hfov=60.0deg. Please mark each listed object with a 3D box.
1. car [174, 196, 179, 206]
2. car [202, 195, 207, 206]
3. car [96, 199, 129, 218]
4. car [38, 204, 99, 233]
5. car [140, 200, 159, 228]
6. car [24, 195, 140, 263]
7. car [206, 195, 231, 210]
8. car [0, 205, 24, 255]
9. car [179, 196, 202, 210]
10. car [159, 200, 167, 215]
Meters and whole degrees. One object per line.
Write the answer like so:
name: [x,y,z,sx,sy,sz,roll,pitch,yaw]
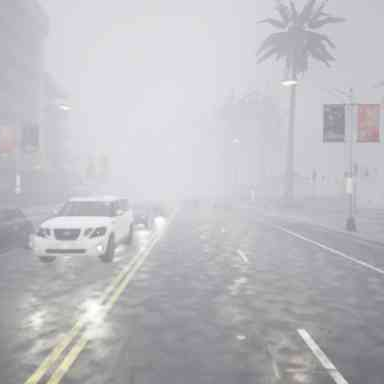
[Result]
car: [-1.464,1.289,50.452,2.033,1.411,5.357,0,0,-12]
car: [2.135,1.220,50.150,1.882,1.535,5.008,0,1,-12]
car: [-6.999,1.373,29.665,1.812,1.442,4.674,0,0,0]
car: [-7.036,1.464,19.514,1.994,1.385,4.181,0,0,0]
car: [-3.516,1.415,21.593,1.812,1.442,4.674,0,0,1]
car: [-3.528,1.159,12.083,2.150,2.045,5.566,0,0,1]
car: [3.374,1.288,39.727,2.128,1.511,4.902,0,0,-4]
car: [-7.041,1.296,10.884,2.097,1.767,4.553,0,0,1]
car: [-0.206,1.272,40.088,1.882,1.535,5.008,0,0,-4]
car: [-3.499,1.438,31.687,1.895,1.301,4.718,0,0,0]
